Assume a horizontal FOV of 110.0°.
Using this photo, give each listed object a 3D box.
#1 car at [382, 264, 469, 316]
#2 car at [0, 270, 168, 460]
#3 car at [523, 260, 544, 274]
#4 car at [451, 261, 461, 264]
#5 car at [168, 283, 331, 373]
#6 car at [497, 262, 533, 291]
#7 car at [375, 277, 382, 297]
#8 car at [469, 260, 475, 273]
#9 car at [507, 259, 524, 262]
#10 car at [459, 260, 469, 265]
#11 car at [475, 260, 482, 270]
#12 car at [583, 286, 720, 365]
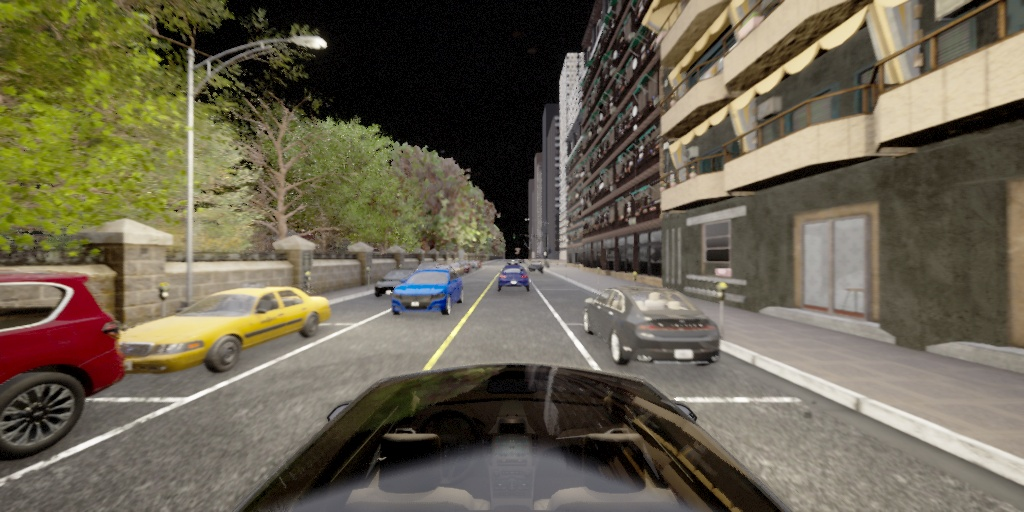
[{"bbox_3d":[-3.010,1.232,13.677,1.882,1.535,5.008,0,0,0],"label":"car"},{"bbox_3d":[-5.692,1.065,2.256,2.192,1.841,5.009,0,0,0],"label":"car"},{"bbox_3d":[2.674,1.318,41.032,2.007,1.370,4.403,0,0,0],"label":"car"},{"bbox_3d":[-5.702,1.342,29.949,1.802,1.307,4.207,0,0,0],"label":"car"},{"bbox_3d":[-5.694,1.277,7.625,1.751,1.417,4.829,0,0,0],"label":"car"},{"bbox_3d":[0.093,1.282,21.937,1.812,1.442,4.674,0,0,0],"label":"car"},{"bbox_3d":[-5.698,1.321,18.872,1.948,1.339,4.313,0,0,0],"label":"car"},{"bbox_3d":[-5.706,1.207,41.027,1.967,1.591,4.097,0,0,0],"label":"car"},{"bbox_3d":[0.085,1.261,43.920,2.128,1.511,4.902,0,0,0],"label":"car"},{"bbox_3d":[-5.704,1.289,35.318,1.751,1.417,4.829,0,0,0],"label":"car"},{"bbox_3d":[-5.787,1.327,52.102,2.007,1.370,4.403,0,0,0],"label":"car"},{"bbox_3d":[2.687,1.302,7.800,2.007,1.370,4.403,0,0,0],"label":"car"}]
